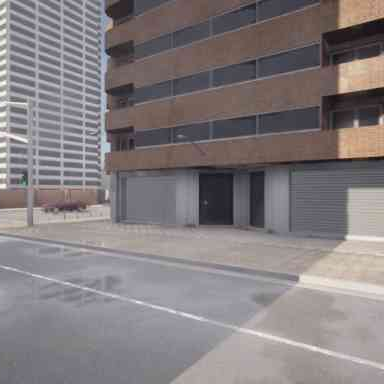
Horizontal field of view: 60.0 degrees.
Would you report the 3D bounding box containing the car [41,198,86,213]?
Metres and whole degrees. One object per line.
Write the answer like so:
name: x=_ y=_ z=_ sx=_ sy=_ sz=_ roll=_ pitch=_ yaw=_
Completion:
car: x=-14.137 y=1.478 z=36.903 sx=1.882 sy=1.535 sz=5.008 roll=0 pitch=0 yaw=35
